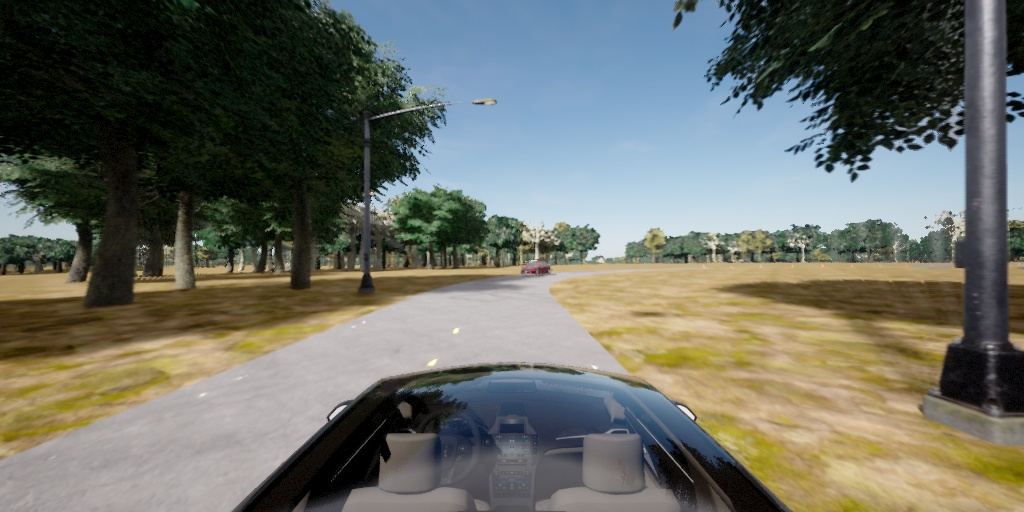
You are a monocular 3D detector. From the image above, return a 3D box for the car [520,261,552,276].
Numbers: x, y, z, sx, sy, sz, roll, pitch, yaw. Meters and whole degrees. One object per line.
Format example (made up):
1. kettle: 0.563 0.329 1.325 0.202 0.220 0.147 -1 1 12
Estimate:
1. car: 2.671 1.374 39.352 1.882 1.535 5.008 -1 -1 30
